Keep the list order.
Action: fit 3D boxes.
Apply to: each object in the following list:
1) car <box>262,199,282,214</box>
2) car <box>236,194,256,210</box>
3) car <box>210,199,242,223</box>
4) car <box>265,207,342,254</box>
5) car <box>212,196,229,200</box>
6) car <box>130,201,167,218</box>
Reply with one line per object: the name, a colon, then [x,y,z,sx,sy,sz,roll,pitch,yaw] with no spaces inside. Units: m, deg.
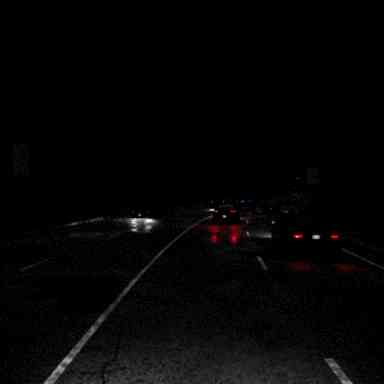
car: [8.517,1.495,35.547,1.882,1.535,5.008,0,0,15]
car: [6.863,1.229,42.447,2.150,2.045,5.566,0,0,17]
car: [2.694,1.527,25.657,1.812,1.442,4.674,0,0,10]
car: [4.418,1.555,13.589,2.033,1.411,5.357,0,0,6]
car: [3.938,1.346,45.389,2.097,1.767,4.553,0,0,18]
car: [-3.784,1.526,30.150,2.033,1.411,5.357,0,0,12]
